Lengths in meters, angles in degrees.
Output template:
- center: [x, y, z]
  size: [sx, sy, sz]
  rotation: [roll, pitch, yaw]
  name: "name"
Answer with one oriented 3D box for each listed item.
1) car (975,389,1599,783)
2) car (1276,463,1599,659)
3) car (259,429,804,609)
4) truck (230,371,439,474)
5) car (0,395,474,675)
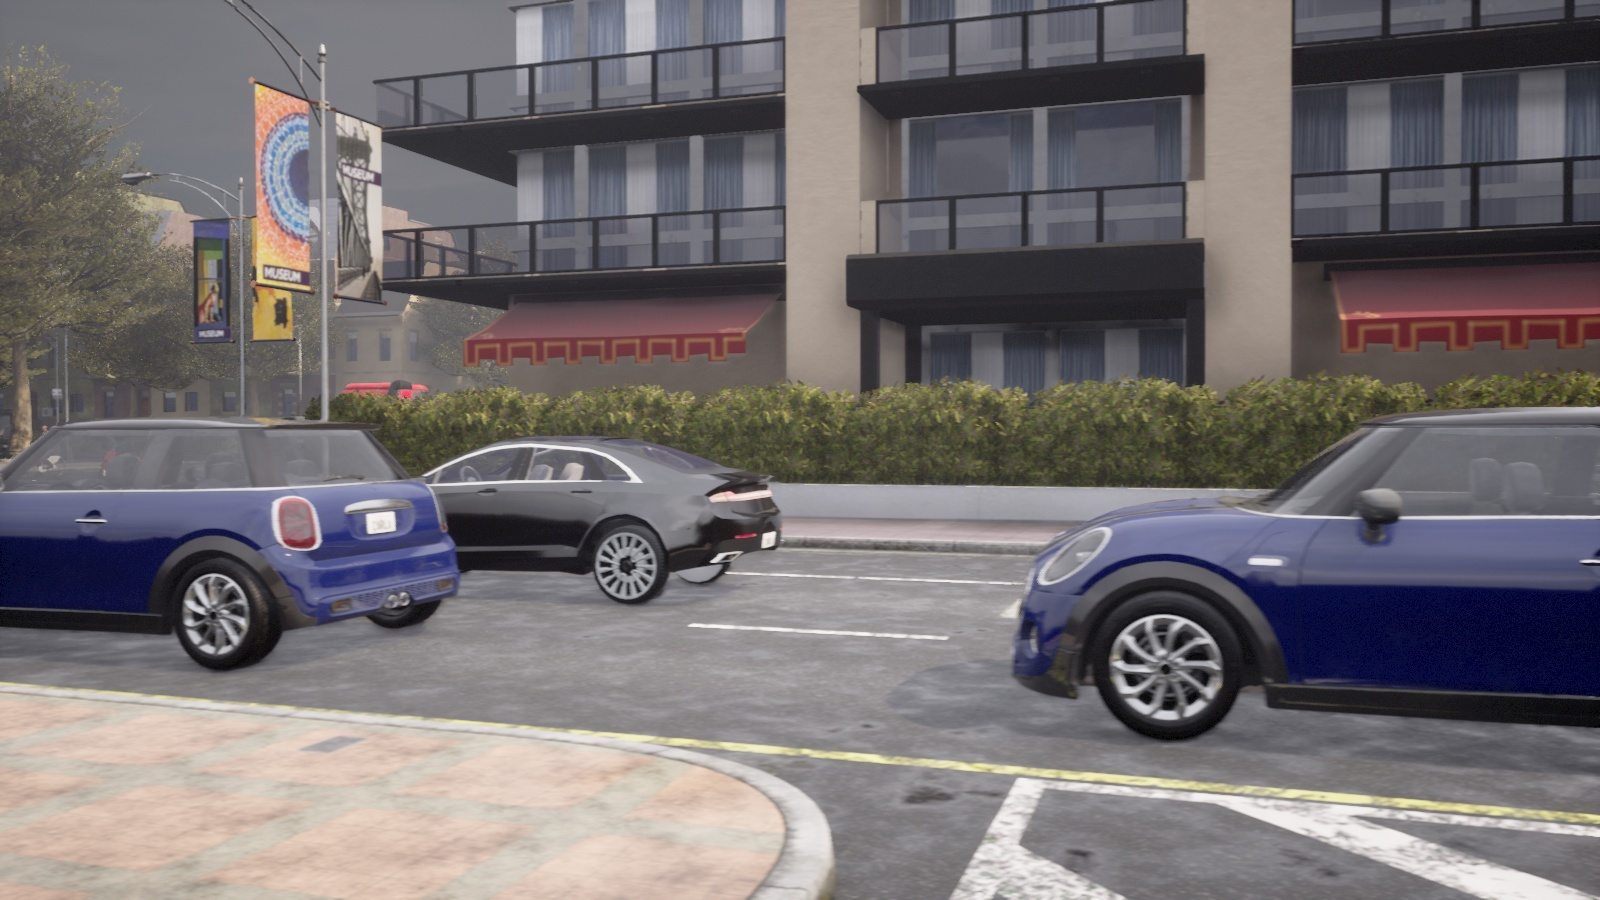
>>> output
- center: [3.404, 0.590, 6.794]
  size: [4.553, 1.767, 2.097]
  rotation: [1, 1, 18]
  name: "car"
- center: [6.183, 0.801, 9.554]
  size: [4.718, 1.301, 1.895]
  rotation: [1, 1, 19]
  name: "car"
- center: [-2.628, 0.561, 12.516]
  size: [4.902, 1.511, 2.128]
  rotation: [1, 1, 19]
  name: "car"
- center: [-16.855, -1.007, 46.221]
  size: [2.891, 3.462, 7.936]
  rotation: [1, 1, 18]
  name: "truck"
- center: [-5.066, 0.498, 9.643]
  size: [4.553, 1.767, 2.097]
  rotation: [1, 1, 19]
  name: "car"
